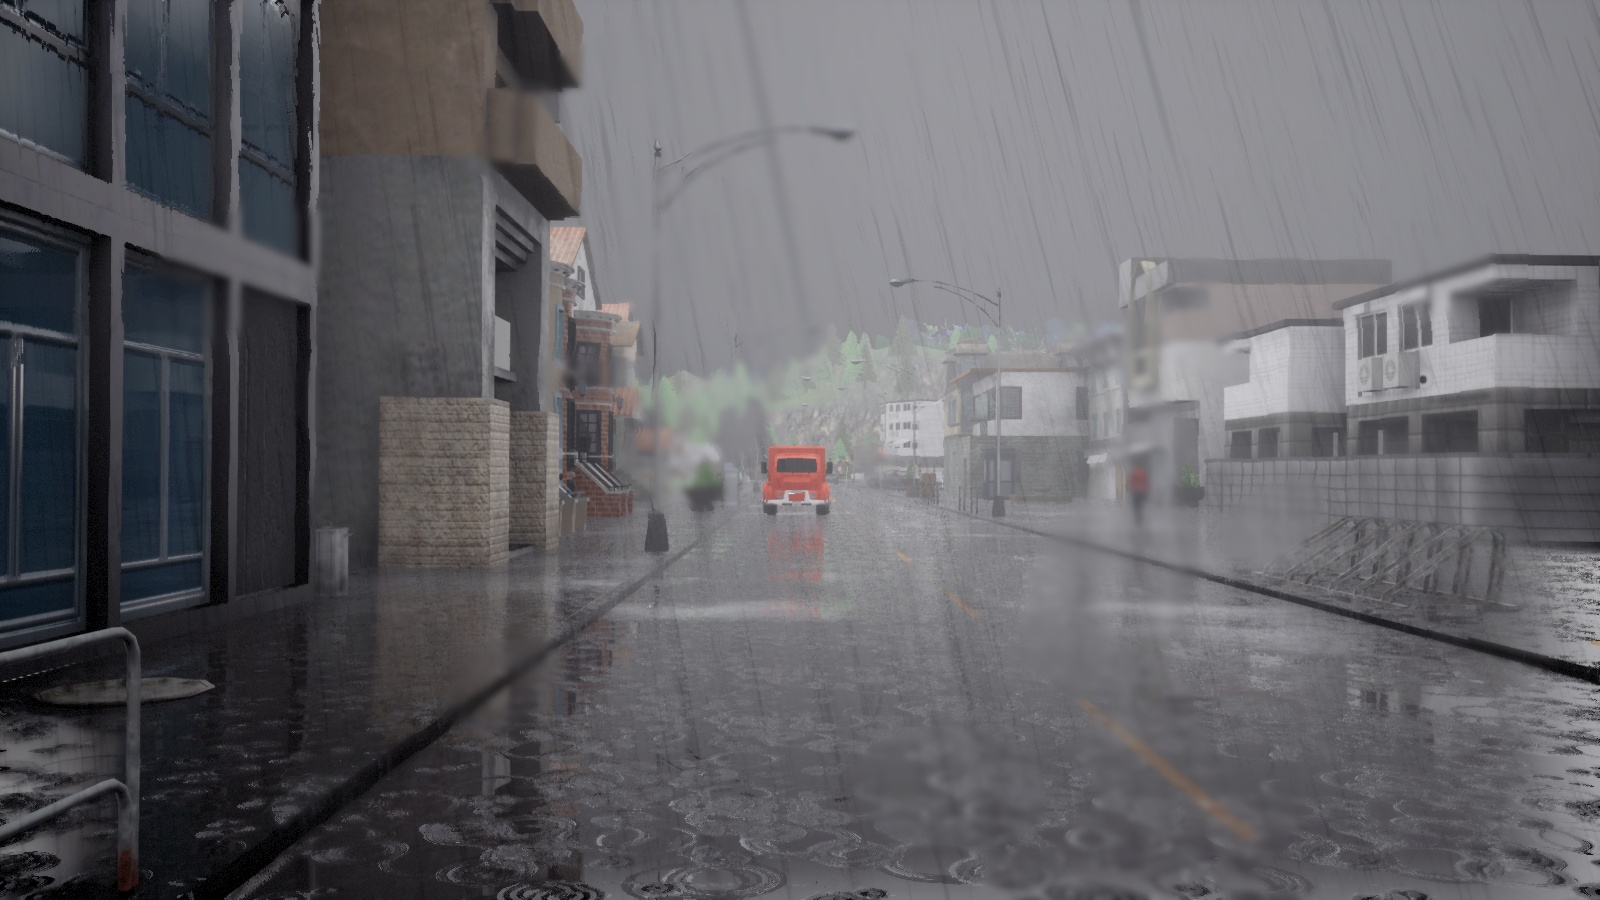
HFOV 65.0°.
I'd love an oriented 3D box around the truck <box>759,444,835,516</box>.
[{"bbox_3d":[-0.110,1.089,45.856,2.627,2.467,5.204,0,-1,0],"label":"truck"}]
